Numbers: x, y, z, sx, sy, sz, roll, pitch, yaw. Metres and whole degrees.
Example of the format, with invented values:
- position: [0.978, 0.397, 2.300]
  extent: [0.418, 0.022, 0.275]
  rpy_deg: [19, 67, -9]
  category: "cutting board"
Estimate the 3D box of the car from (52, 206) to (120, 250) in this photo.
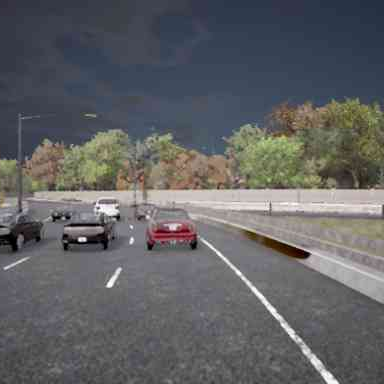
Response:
- position: [-4.567, 1.640, 15.203]
  extent: [2.128, 1.511, 4.902]
  rpy_deg: [0, 0, -8]
  category: "car"

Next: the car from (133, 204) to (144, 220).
- position: [-4.392, 1.847, 31.253]
  extent: [2.033, 1.411, 5.357]
  rpy_deg: [0, -1, -16]
  category: "car"

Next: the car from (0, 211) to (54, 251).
- position: [-8.034, 1.637, 14.723]
  extent: [2.128, 1.511, 4.902]
  rpy_deg: [0, 0, -8]
  category: "car"

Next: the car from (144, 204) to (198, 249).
- position: [-1.064, 1.498, 15.457]
  extent: [2.097, 1.767, 4.553]
  rpy_deg: [0, -1, -8]
  category: "car"

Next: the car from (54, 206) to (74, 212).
- position: [-11.157, 1.886, 29.445]
  extent: [1.895, 1.301, 4.718]
  rpy_deg: [0, -1, -16]
  category: "car"

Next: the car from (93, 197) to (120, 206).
- position: [-7.767, 1.509, 30.330]
  extent: [2.150, 2.045, 5.566]
  rpy_deg: [0, 0, -16]
  category: "car"
